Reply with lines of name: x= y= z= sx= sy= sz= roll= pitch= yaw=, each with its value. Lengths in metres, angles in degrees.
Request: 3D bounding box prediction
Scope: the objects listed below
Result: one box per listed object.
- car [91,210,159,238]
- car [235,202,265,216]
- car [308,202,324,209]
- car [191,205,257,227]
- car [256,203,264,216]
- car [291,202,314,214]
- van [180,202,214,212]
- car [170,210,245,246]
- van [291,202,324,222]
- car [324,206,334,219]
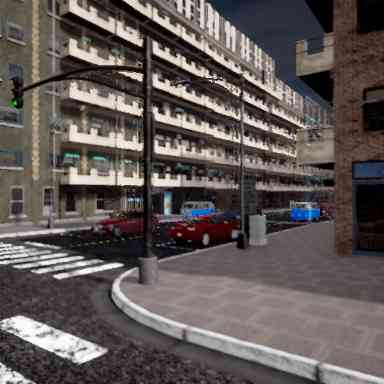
car: x=-3.996 y=1.870 z=20.520 sx=1.812 sy=1.442 sz=4.674 roll=0 pitch=-1 yaw=36
car: x=7.121 y=2.040 z=40.524 sx=1.967 sy=1.590 sz=4.097 roll=-1 pitch=-1 yaw=36
car: x=23.678 y=2.507 z=63.624 sx=1.802 sy=1.307 sz=4.206 roll=-1 pitch=-1 yaw=36
car: x=2.463 y=1.951 z=24.215 sx=2.033 sy=1.411 sz=5.357 roll=0 pitch=-1 yaw=36
car: x=5.021 y=1.988 z=33.105 sx=1.882 sy=1.535 sz=5.008 roll=0 pitch=-1 yaw=36
car: x=16.171 y=2.276 z=48.508 sx=1.837 sy=1.490 sz=4.892 roll=0 pitch=-1 yaw=36
van: x=0.526 y=1.817 z=31.265 sx=1.690 sy=1.788 sz=3.998 roll=-1 pitch=-1 yaw=36
car: x=0.709 y=1.866 z=17.145 sx=1.887 sy=1.381 sz=4.507 roll=-1 pitch=-1 yaw=36
van: x=10.632 y=1.845 z=31.017 sx=1.690 sy=1.788 sz=3.998 roll=-1 pitch=-1 yaw=36
car: x=13.942 y=2.148 z=35.635 sx=1.802 sy=1.307 sz=4.206 roll=-1 pitch=-1 yaw=36
